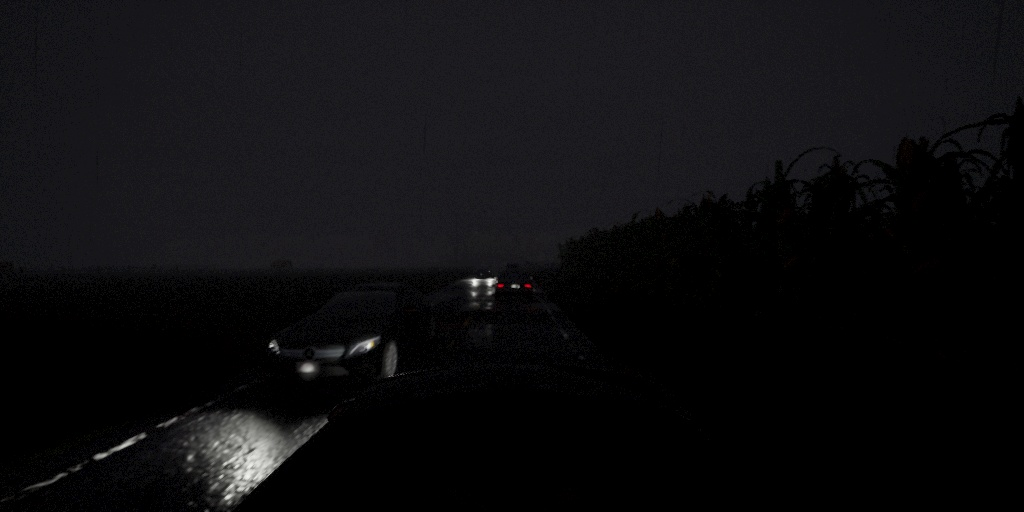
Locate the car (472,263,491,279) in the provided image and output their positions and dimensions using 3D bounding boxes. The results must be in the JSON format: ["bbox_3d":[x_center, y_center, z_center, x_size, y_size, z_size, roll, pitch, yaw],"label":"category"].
[{"bbox_3d":[-2.858,1.448,35.817,1.812,1.442,4.674,0,0,0],"label":"car"}]

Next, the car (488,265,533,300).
[{"bbox_3d":[0.093,1.380,18.175,2.033,1.411,5.357,0,0,0],"label":"car"}]

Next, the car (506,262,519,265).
[{"bbox_3d":[0.080,1.453,40.889,1.837,1.490,4.892,0,0,0],"label":"car"}]

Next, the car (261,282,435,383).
[{"bbox_3d":[-2.816,1.303,7.302,1.812,1.442,4.674,0,0,0],"label":"car"}]
